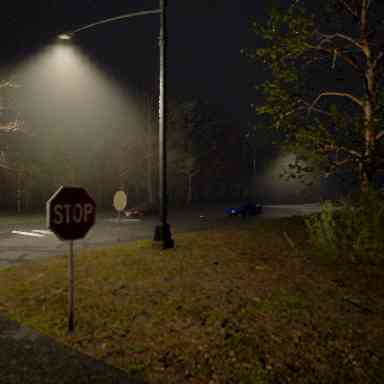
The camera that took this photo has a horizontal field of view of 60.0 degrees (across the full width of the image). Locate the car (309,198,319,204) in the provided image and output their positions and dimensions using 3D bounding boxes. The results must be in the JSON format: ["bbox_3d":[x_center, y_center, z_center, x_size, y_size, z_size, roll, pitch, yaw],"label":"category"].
[{"bbox_3d":[28.177,2.016,75.621,1.895,1.301,4.718,0,0,36],"label":"car"}]

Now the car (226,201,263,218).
[{"bbox_3d":[5.189,1.647,32.132,1.882,1.535,5.008,0,0,36],"label":"car"}]

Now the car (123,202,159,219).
[{"bbox_3d":[-4.294,1.715,30.980,1.812,1.442,4.674,0,1,36],"label":"car"}]
